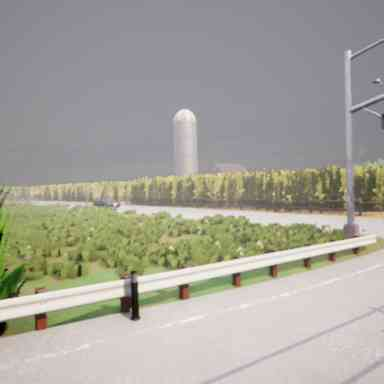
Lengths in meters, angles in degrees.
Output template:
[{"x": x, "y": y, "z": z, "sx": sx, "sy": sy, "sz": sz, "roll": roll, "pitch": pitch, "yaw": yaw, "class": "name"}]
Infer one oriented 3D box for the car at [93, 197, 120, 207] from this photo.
[{"x": -10.835, "y": 1.362, "z": 42.034, "sx": 2.128, "sy": 1.511, "sz": 4.902, "roll": -3, "pitch": 1, "yaw": -41, "class": "car"}]
